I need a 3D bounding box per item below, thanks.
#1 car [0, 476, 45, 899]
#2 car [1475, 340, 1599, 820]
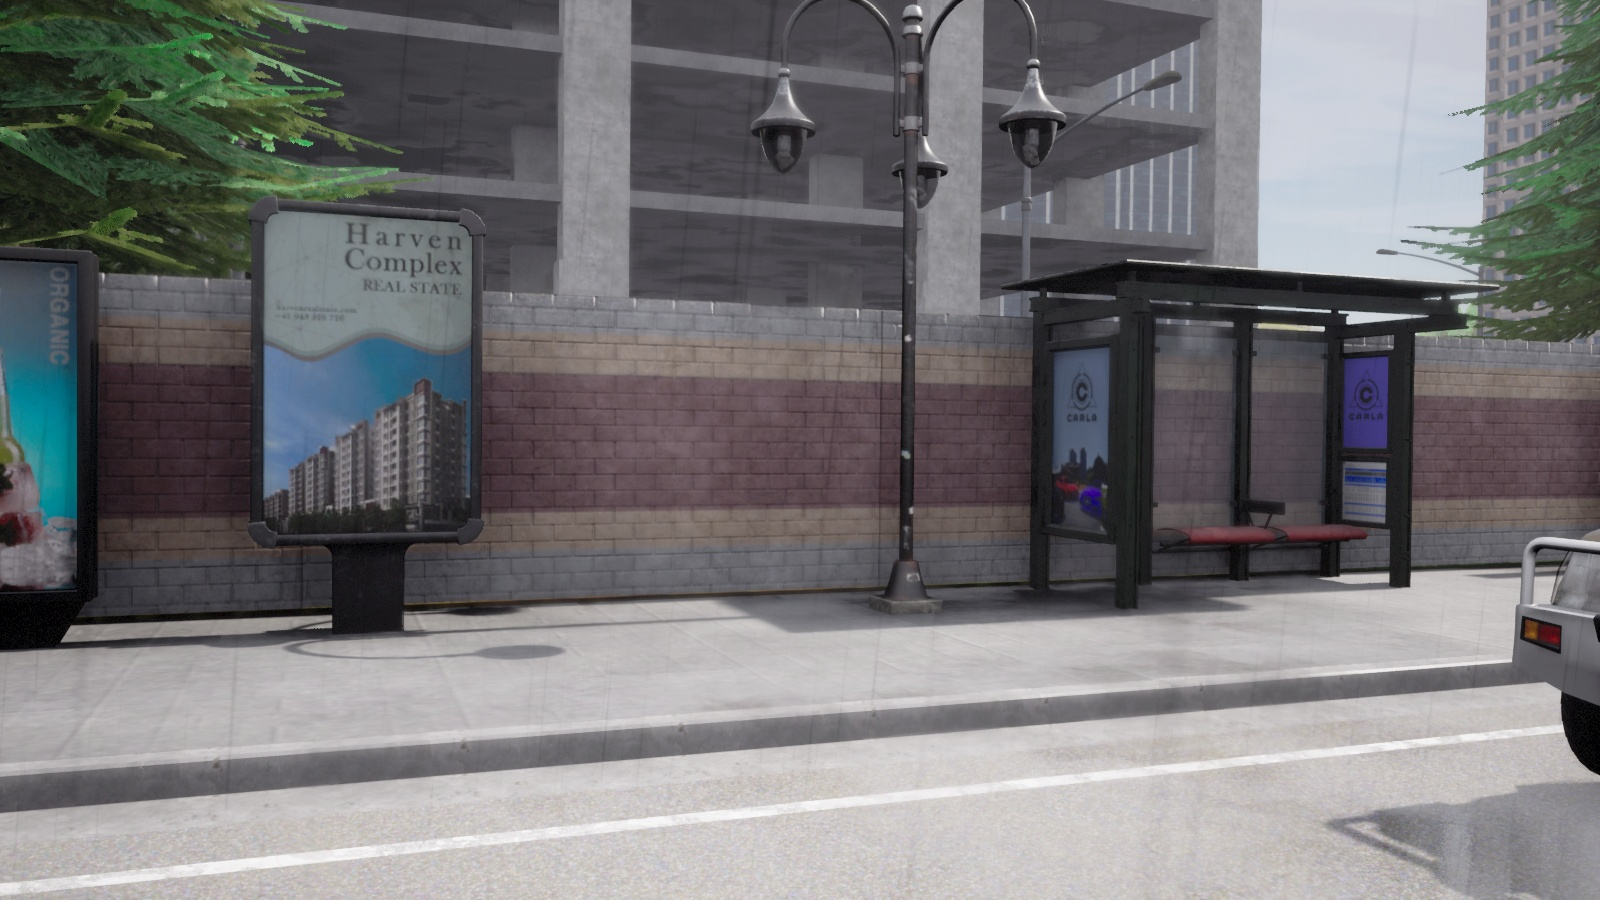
[{"bbox_3d":[-3.928,0.838,1.747,4.674,1.442,1.812,-1,1,-21],"label":"car"},{"bbox_3d":[5.380,0.471,5.284,4.605,1.855,1.932,-1,1,-21],"label":"car"}]
